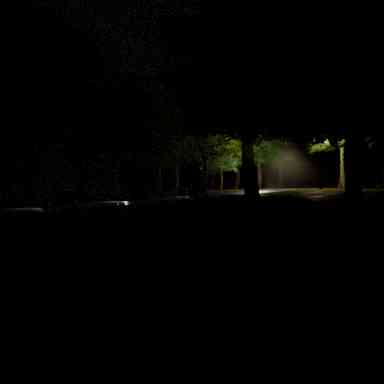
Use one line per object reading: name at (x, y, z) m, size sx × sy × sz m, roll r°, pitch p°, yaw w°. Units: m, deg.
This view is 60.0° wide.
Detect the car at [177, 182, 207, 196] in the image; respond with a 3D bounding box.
car at (0.033, -0.477, 51.301) m, size 2.150 × 2.045 × 5.566 m, roll -1°, pitch 2°, yaw 38°

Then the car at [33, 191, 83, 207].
car at (-13.513, 0.666, 33.731) m, size 1.837 × 1.490 × 4.892 m, roll -1°, pitch 2°, yaw 38°

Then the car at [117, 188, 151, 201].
car at (-7.233, 0.282, 41.878) m, size 1.812 × 1.442 × 4.674 m, roll -1°, pitch 2°, yaw 37°
